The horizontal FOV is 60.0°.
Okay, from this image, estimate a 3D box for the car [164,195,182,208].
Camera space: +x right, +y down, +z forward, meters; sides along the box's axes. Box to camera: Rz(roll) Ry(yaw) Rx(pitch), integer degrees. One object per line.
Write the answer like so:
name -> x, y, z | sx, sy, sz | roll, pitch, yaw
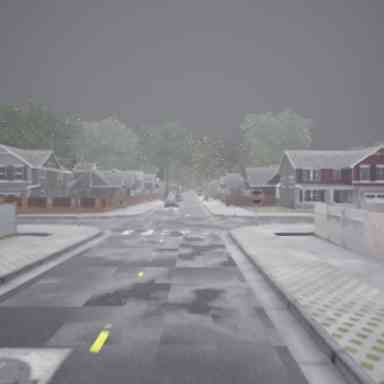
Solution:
car -> -2.760, 1.452, 45.261 | 2.033, 1.411, 5.357 | 0, 0, 0
